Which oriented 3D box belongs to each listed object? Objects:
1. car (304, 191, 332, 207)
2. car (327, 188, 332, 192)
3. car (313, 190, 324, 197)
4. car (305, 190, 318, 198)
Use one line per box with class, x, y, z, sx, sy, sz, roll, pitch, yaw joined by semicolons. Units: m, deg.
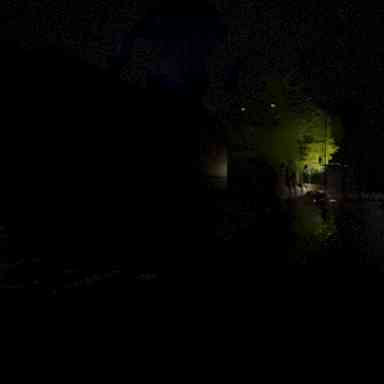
car;14.254;0.916;37.774;1.994;1.385;4.181;0;1;29
car;34.528;0.202;86.646;1.802;1.307;4.206;2;1;28
car;29.370;0.321;77.044;1.947;1.339;4.313;2;2;28
car;24.303;0.421;67.721;1.752;1.417;4.829;2;2;28
